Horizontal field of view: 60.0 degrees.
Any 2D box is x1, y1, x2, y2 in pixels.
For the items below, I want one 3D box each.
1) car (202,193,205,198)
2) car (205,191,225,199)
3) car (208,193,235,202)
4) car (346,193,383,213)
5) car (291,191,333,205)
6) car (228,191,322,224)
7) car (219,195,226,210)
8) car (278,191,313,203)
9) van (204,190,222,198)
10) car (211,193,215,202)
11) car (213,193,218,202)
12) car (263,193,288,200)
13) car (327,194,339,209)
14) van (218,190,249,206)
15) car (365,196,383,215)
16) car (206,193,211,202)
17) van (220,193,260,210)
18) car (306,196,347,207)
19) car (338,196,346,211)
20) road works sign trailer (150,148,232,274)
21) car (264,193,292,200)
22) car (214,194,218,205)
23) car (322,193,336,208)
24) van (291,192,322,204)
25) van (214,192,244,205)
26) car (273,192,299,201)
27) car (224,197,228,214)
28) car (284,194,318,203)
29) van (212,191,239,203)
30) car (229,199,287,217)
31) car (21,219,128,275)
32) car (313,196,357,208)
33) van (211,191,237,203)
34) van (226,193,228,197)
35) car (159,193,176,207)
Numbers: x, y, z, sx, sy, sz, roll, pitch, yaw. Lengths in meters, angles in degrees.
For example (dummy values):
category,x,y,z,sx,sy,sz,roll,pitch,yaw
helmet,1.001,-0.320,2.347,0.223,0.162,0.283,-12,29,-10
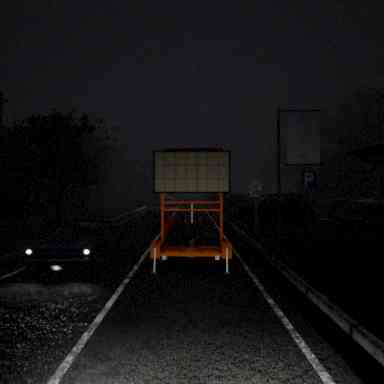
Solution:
category,x,y,z,sx,sy,sz,roll,pitch,yaw
car,5.464,0.687,70.921,5.566,2.045,2.435,0,1,0
car,5.429,0.703,79.332,4.553,1.767,2.185,0,1,0
car,5.519,1.048,62.516,4.892,1.521,2.231,0,1,0
car,18.692,1.092,32.508,5.566,2.045,2.435,0,0,0
car,18.674,0.934,51.942,5.566,2.045,2.435,0,1,0
car,5.649,1.138,23.260,5.566,2.045,2.435,0,0,0
car,5.628,1.332,34.475,5.008,1.535,2.097,0,0,0
car,18.642,0.826,60.268,5.566,2.045,2.435,0,1,0
van,5.322,0.530,84.936,4.442,1.987,1.878,0,1,0
car,5.586,1.223,48.497,4.892,1.521,2.231,0,1,0
car,5.588,1.292,45.695,4.674,1.452,2.002,0,1,0
car,18.566,0.899,74.150,4.892,1.521,2.231,0,1,0
car,18.694,1.312,38.061,5.008,1.535,2.097,0,0,0
van,5.506,1.090,37.280,4.442,1.987,1.878,0,0,0
car,18.737,1.357,29.734,5.008,1.535,2.097,0,0,0
car,5.530,0.905,54.102,5.566,2.045,2.435,0,1,0
van,5.729,1.071,40.082,4.442,1.987,1.878,0,0,0
car,18.696,1.275,46.394,4.792,1.488,2.163,0,1,0
car,18.704,1.330,35.284,4.892,1.521,2.231,0,0,0
road works sign trailer,0.000,0.434,10.484,2.380,3.560,2.880,0,0,1
car,18.385,0.931,71.372,5.366,1.575,1.946,0,1,0
car,5.630,1.307,42.887,4.792,1.488,2.163,0,0,0
car,18.873,1.290,40.839,5.366,1.575,1.946,0,0,0
van,18.752,0.924,54.719,4.442,1.987,1.878,0,1,0
van,5.685,0.966,51.303,4.442,1.987,1.878,0,1,0
car,18.623,0.880,65.822,4.553,1.767,2.185,0,1,0
car,5.481,1.372,26.064,5.366,1.575,1.946,0,0,0
car,18.810,1.111,57.496,5.366,1.575,1.946,0,1,0
van,5.663,0.894,56.907,4.442,1.987,1.878,0,1,0
car,5.658,1.400,28.868,4.674,1.452,2.002,0,0,0
car,-3.376,1.570,10.478,1.895,1.301,4.718,0,0,0
car,18.649,1.303,43.611,4.792,1.488,2.163,0,1,0
van,5.653,0.858,59.710,4.442,1.987,1.878,0,1,0
van,5.761,1.120,31.671,4.442,1.987,1.878,0,0,0
car,-3.366,0.951,46.343,2.150,2.045,5.566,0,1,0
